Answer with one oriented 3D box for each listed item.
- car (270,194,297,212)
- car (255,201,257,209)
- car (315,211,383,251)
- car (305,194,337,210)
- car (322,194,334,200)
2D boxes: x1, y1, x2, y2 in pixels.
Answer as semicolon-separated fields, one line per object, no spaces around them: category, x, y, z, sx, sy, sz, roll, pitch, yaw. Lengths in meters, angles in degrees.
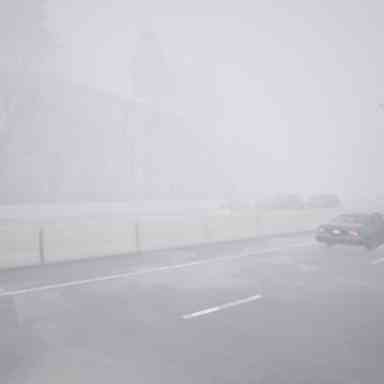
car;10.006;1.210;35.892;2.150;2.045;5.566;0;0;44
car;9.957;1.209;40.876;2.150;2.045;5.566;0;0;43
car;7.301;1.534;14.038;5.357;1.411;2.033;0;0;-40
car;13.419;1.199;34.384;2.150;2.045;5.566;0;0;44
car;30.160;1.157;73.628;1.895;1.301;4.718;0;0;30
